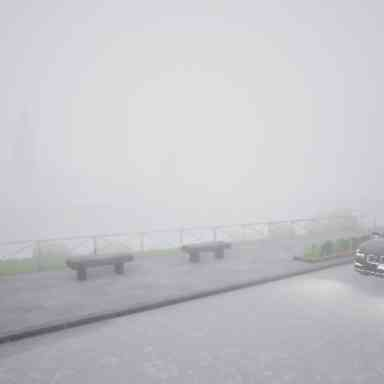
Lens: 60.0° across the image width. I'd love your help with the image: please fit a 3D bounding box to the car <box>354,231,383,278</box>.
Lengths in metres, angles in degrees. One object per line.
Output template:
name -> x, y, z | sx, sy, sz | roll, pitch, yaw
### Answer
car -> 6.403, 1.505, 9.169 | 4.892, 1.490, 1.837 | 0, 0, -35
